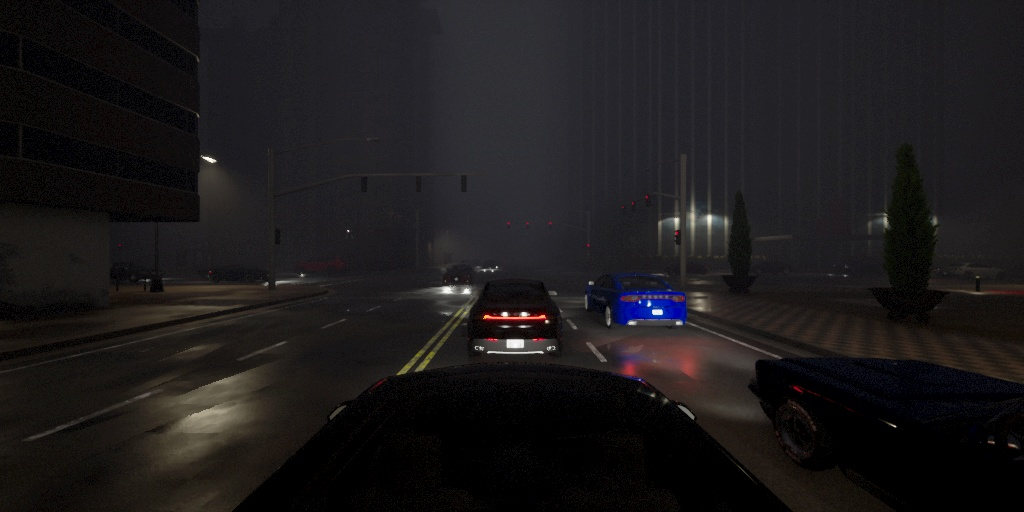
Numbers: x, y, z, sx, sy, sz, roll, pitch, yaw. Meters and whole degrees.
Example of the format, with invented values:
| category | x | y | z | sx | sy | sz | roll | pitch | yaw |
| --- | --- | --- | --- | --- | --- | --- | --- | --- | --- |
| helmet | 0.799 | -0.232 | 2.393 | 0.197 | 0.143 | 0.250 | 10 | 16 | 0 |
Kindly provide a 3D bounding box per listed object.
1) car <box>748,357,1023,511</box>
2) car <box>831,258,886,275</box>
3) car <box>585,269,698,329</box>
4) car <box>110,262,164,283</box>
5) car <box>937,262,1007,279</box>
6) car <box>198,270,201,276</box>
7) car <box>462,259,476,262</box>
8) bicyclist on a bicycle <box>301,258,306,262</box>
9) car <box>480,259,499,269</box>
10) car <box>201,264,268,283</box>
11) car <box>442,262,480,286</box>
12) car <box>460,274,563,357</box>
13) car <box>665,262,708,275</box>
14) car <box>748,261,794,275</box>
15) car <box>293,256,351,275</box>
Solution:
| category | x | y | z | sx | sy | sz | roll | pitch | yaw |
| --- | --- | --- | --- | --- | --- | --- | --- | --- | --- |
| car | 3.601 | 1.351 | 1.899 | 1.895 | 1.301 | 4.718 | 0 | 0 | 0 |
| car | 37.385 | 1.102 | 38.787 | 4.553 | 1.767 | 2.097 | 0 | 0 | 0 |
| car | 3.573 | 1.228 | 11.244 | 1.882 | 1.535 | 5.008 | 0 | 0 | 0 |
| car | -29.607 | 1.241 | 27.418 | 4.902 | 1.511 | 2.128 | 0 | 0 | 0 |
| car | 40.446 | 1.275 | 31.629 | 4.674 | 1.442 | 1.812 | 0 | 0 | -1 |
| car | -24.040 | 1.351 | 30.970 | 4.718 | 1.301 | 1.895 | 0 | 0 | -1 |
| car | -7.100 | 1.275 | 55.289 | 1.812 | 1.442 | 4.674 | 0 | 0 | 0 |
| bicyclist on a bicycle | -26.427 | 1.051 | 45.427 | 0.582 | 1.620 | 1.656 | 0 | 0 | -1 |
| car | -3.600 | 1.313 | 57.160 | 1.994 | 1.385 | 4.181 | 0 | 0 | 0 |
| car | -20.686 | 1.314 | 27.504 | 4.181 | 1.385 | 1.994 | 0 | 0 | -1 |
| car | -3.606 | 1.314 | 25.200 | 1.994 | 1.385 | 4.181 | 0 | 0 | 0 |
| car | 0.060 | 1.255 | 8.555 | 1.837 | 1.490 | 4.892 | 0 | 0 | 0 |
| car | 18.700 | 1.314 | 38.606 | 4.181 | 1.385 | 1.994 | 0 | 0 | -1 |
| car | 27.552 | 1.254 | 38.697 | 4.892 | 1.490 | 1.837 | 0 | 0 | -1 |
| car | -20.035 | 0.971 | 37.935 | 5.566 | 2.045 | 2.150 | 0 | 0 | 3 |
